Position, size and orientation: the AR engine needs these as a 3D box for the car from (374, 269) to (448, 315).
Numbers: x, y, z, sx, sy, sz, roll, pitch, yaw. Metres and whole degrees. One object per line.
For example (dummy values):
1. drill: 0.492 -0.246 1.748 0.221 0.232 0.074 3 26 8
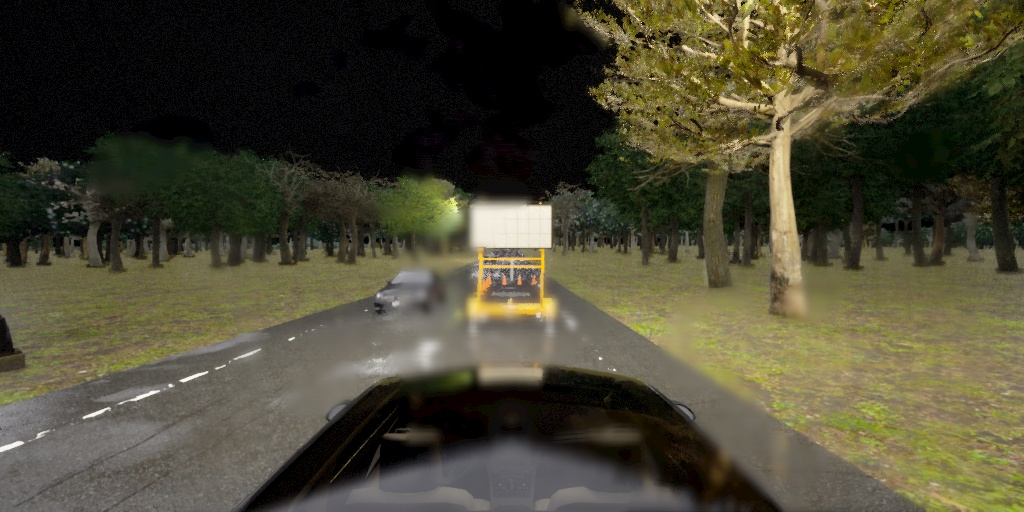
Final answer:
1. car: -3.605 1.238 13.590 1.812 1.442 4.674 0 0 0

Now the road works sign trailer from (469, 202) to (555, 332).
1. road works sign trailer: -0.004 0.193 10.718 2.380 3.560 2.880 0 0 0

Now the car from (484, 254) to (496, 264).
1. car: -3.523 0.431 58.236 2.128 1.511 4.902 0 2 0
